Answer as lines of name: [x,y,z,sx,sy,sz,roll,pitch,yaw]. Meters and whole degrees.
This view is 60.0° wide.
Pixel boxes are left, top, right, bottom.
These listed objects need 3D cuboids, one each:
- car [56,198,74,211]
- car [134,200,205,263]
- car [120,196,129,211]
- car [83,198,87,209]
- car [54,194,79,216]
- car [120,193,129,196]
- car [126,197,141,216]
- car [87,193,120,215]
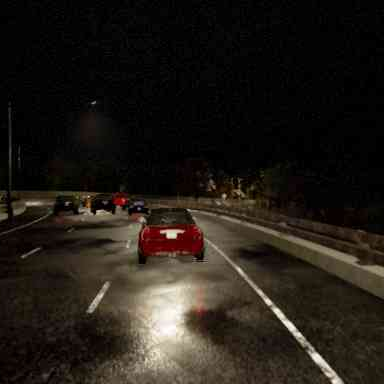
car: [-16.814,1.545,43.963,1.837,1.490,4.892,0,1,-26]
car: [-0.864,1.335,12.203,2.097,1.767,4.553,0,0,-7]
car: [-6.701,1.480,37.790,1.837,1.490,4.892,0,0,-23]
car: [-13.920,1.490,46.047,1.882,1.535,5.008,0,0,-26]
car: [-12.583,1.249,33.397,2.150,2.045,5.566,0,0,-21]
car: [-10.221,1.207,46.445,2.150,2.045,5.566,0,0,-26]
car: [-5.310,1.538,32.966,1.994,1.385,4.181,0,0,-11]
car: [-9.335,1.222,34.736,2.150,2.045,5.566,0,0,-21]
